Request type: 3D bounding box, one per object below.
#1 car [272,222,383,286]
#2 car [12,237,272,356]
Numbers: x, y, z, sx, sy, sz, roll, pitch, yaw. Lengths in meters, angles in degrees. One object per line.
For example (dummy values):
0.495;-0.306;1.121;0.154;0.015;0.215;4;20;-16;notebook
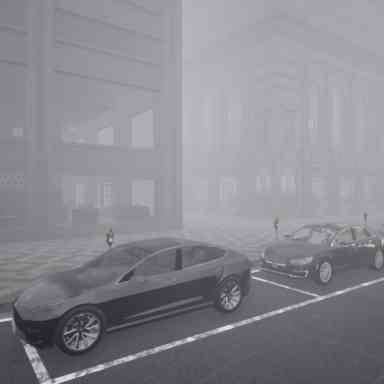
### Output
3.791;1.551;9.333;4.403;1.369;2.008;0;0;-35;car
-0.805;1.566;6.071;4.313;1.339;1.947;0;0;-35;car
